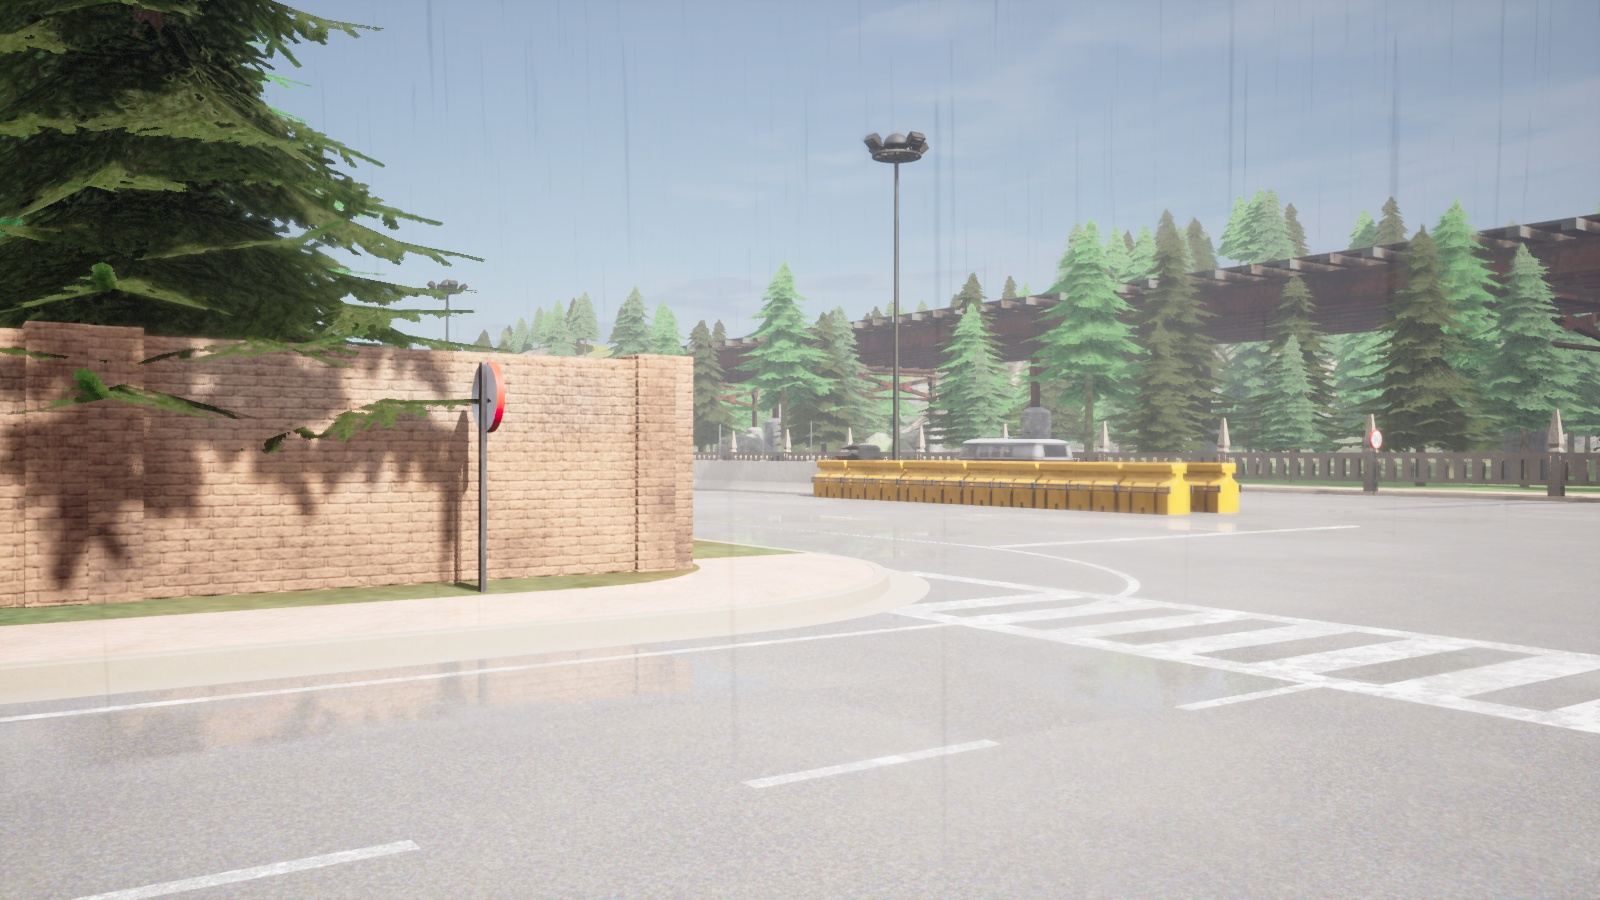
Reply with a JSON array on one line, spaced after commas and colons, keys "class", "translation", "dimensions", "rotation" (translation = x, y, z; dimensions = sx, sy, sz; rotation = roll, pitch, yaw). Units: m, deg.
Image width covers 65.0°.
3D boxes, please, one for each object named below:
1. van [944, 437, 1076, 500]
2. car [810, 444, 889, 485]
[{"class": "van", "translation": [6.940, 0.586, 41.966], "dimensions": [1.775, 1.987, 4.442], "rotation": [0, 0, -35]}, {"class": "car", "translation": [2.364, 0.685, 60.948], "dimensions": [1.905, 1.878, 3.866], "rotation": [0, 0, -35]}]
